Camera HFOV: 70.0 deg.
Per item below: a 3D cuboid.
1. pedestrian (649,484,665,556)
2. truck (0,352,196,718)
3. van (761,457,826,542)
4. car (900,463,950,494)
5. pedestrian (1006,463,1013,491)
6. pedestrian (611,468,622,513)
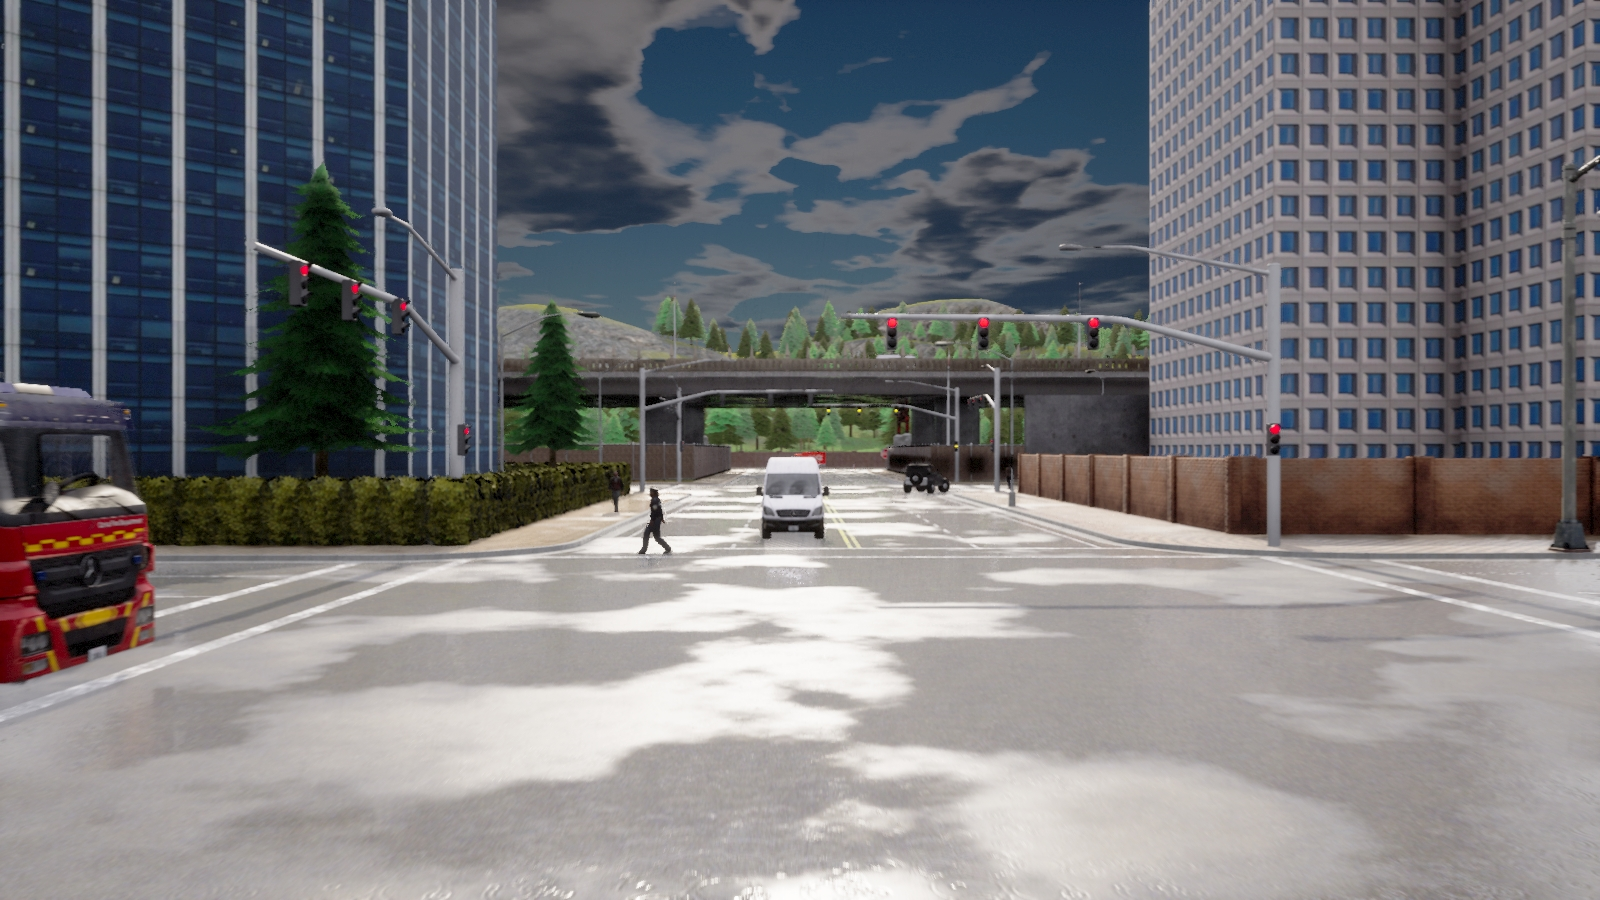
[{"bbox_3d":[-3.780,1.842,30.199,0.375,1.860,0.375,0,0,-2],"label":"pedestrian"},{"bbox_3d":[-12.054,0.887,13.325,8.468,3.827,2.891,0,0,-1],"label":"truck"},{"bbox_3d":[-0.257,1.527,37.880,1.988,2.561,5.915,0,0,-1],"label":"van"},{"bbox_3d":[8.061,1.819,73.548,1.905,1.878,3.866,0,0,28],"label":"car"},{"bbox_3d":[13.863,1.777,75.561,0.375,1.860,0.375,0,0,0],"label":"pedestrian"},{"bbox_3d":[-7.613,1.686,47.487,0.375,1.860,0.375,0,0,2],"label":"pedestrian"}]
